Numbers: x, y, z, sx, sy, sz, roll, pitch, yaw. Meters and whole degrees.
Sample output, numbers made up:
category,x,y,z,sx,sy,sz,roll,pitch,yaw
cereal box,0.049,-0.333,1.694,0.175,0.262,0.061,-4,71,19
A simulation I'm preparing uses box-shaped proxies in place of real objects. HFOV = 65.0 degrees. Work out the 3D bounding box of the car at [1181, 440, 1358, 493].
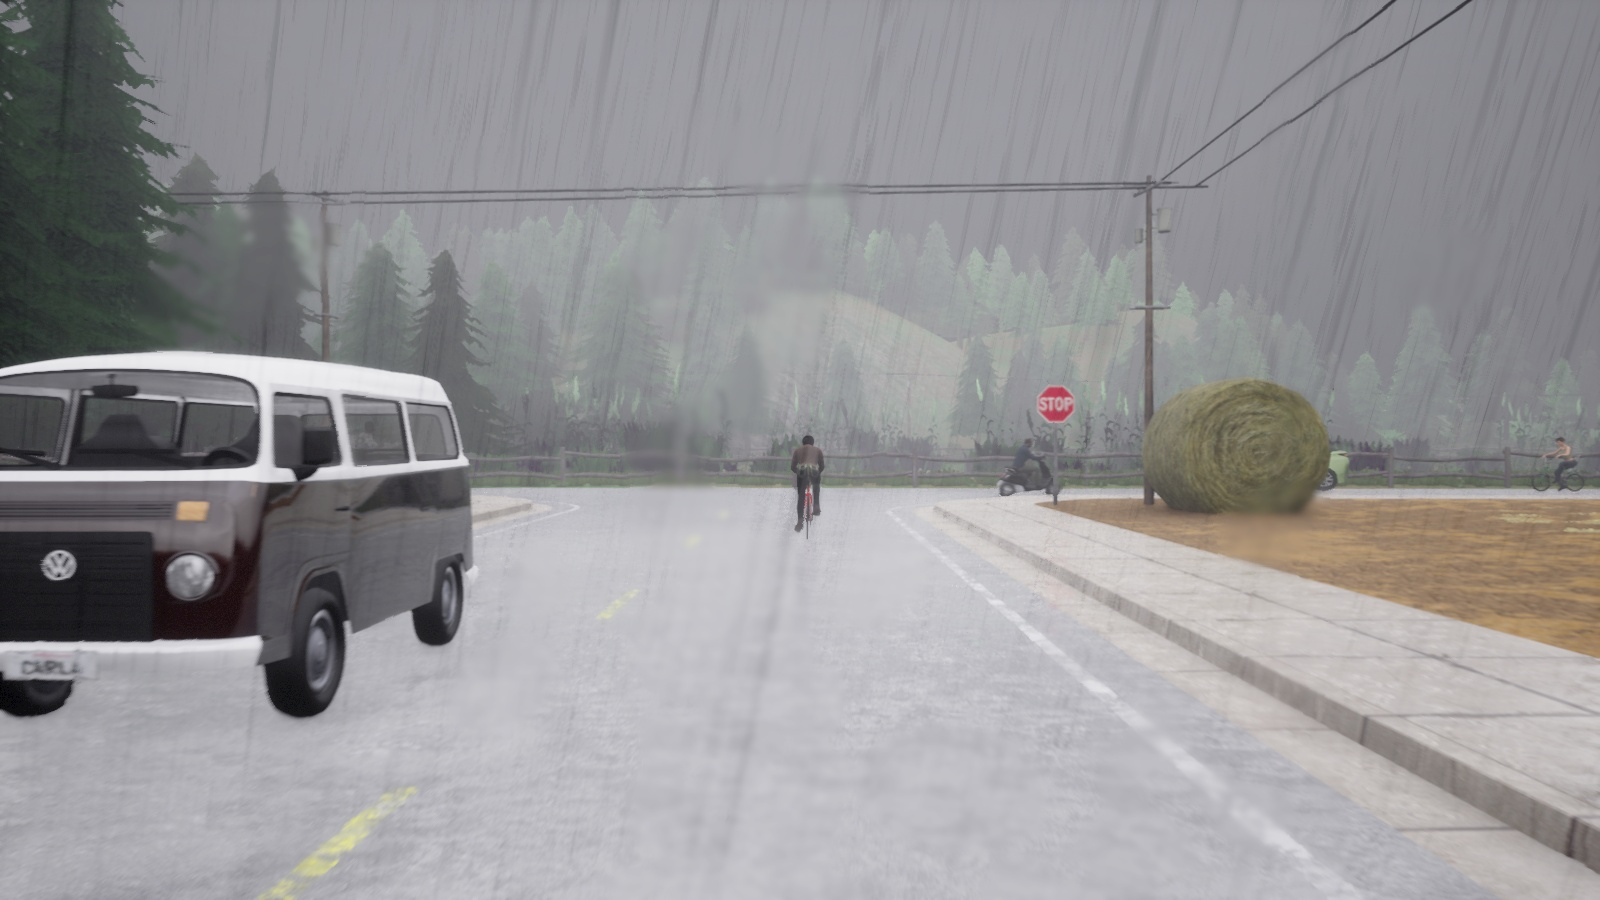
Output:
category,x,y,z,sx,sy,sz,roll,pitch,yaw
car,13.874,0.459,37.307,4.514,1.525,2.007,0,0,3

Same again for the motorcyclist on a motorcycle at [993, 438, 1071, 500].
category,x,y,z,sx,sy,sz,roll,pitch,yaw
motorcyclist on a motorcycle,6.141,0.485,33.249,1.817,1.590,0.866,0,1,-13

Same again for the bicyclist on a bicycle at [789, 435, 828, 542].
category,x,y,z,sx,sy,sz,roll,pitch,yaw
bicyclist on a bicycle,0.129,0.588,19.805,0.582,1.620,1.656,0,0,0

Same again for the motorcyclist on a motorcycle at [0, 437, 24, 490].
category,x,y,z,sx,sy,sz,roll,pitch,yaw
motorcyclist on a motorcycle,-25.761,0.420,39.391,2.350,1.649,0.766,0,0,2

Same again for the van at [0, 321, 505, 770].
category,x,y,z,sx,sy,sz,roll,pitch,yaw
van,-3.439,0.422,7.945,2.069,2.038,4.480,0,0,0

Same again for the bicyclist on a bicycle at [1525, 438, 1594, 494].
category,x,y,z,sx,sy,sz,roll,pitch,yaw
bicyclist on a bicycle,22.278,0.458,36.845,1.509,1.612,0.866,0,0,3
